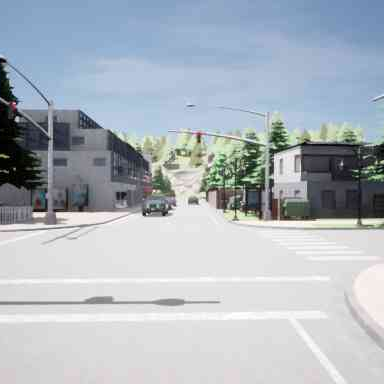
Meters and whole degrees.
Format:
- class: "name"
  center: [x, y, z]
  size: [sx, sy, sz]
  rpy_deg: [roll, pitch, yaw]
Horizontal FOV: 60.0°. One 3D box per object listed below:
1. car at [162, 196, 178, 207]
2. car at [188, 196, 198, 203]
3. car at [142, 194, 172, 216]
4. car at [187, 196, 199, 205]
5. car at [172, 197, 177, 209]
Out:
- class: "car"
  center: [-3.448, 1.497, 52.971]
  size: [2.128, 1.511, 4.902]
  rpy_deg: [0, 0, 0]
- class: "car"
  center: [0.269, 1.554, 69.927]
  size: [2.033, 1.411, 5.357]
  rpy_deg: [0, 0, 0]
- class: "car"
  center: [-3.519, 1.225, 32.653]
  size: [2.150, 2.045, 5.566]
  rpy_deg: [0, 0, 0]
- class: "car"
  center: [0.251, 1.511, 59.506]
  size: [1.837, 1.490, 4.892]
  rpy_deg: [0, 0, 0]
- class: "car"
  center: [-3.491, 1.496, 42.703]
  size: [2.128, 1.511, 4.902]
  rpy_deg: [0, 0, 0]
